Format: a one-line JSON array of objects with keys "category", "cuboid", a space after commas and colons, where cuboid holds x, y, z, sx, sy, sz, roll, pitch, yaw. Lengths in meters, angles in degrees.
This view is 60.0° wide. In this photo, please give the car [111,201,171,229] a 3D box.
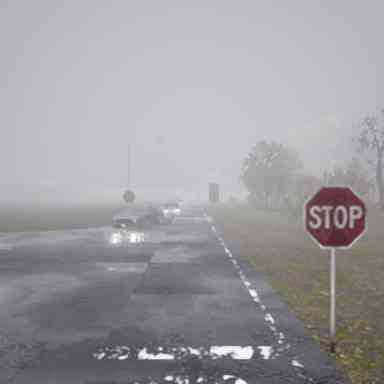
[{"category": "car", "cuboid": [-3.340, 1.561, 21.906, 2.033, 1.411, 5.357, 0, 0, 14]}]

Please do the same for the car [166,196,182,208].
[{"category": "car", "cuboid": [-2.823, 1.611, 46.778, 1.895, 1.301, 4.718, 0, 0, 0]}]
